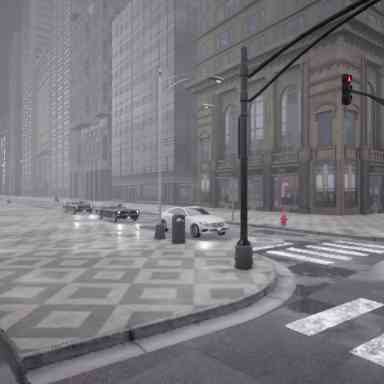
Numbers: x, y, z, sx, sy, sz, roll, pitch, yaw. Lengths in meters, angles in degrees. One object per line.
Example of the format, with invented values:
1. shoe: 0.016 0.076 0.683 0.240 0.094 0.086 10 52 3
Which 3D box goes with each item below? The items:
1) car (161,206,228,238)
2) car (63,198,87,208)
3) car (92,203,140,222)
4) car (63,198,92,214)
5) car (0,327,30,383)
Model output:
1. car: -0.091 1.475 17.723 1.812 1.442 4.674 0 0 -37
2. car: -16.259 1.477 45.998 1.895 1.301 4.718 0 0 -35
3. car: -5.849 1.523 25.840 1.895 1.301 4.718 0 0 -35
4. car: -11.735 1.498 34.128 1.895 1.301 4.718 0 0 -35
5. car: -3.450 1.547 1.204 5.357 1.411 2.033 0 0 -39
